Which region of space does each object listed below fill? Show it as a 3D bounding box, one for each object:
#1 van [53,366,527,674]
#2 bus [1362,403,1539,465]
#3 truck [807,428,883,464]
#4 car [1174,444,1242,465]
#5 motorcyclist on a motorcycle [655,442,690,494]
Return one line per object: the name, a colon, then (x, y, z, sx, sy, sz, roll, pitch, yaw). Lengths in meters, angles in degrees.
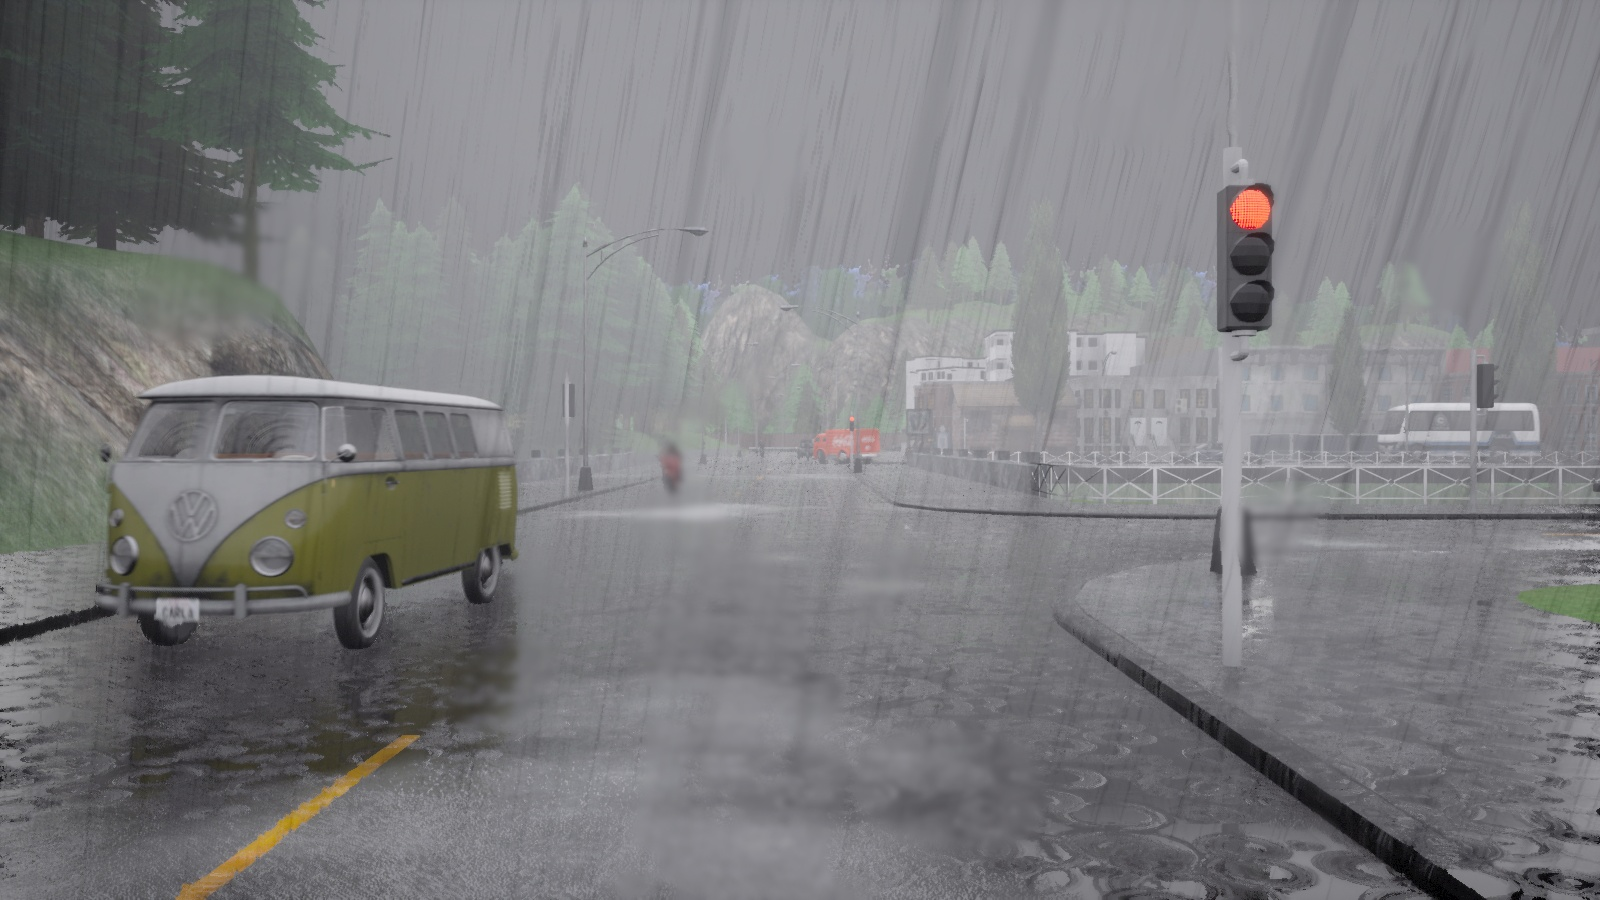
van: (-3.815, 0.437, 10.386, 1.775, 1.987, 4.442, 0, 0, 5)
bus: (45.363, -1.089, 87.847, 10.273, 4.253, 3.944, 0, 0, 0)
truck: (3.149, -0.251, 89.632, 2.627, 2.467, 5.204, -1, 1, -38)
car: (28.549, 0.287, 87.941, 4.193, 1.474, 1.816, 0, 0, 0)
motorcyclist on a motorcycle: (-3.775, 0.515, 37.305, 0.797, 1.523, 2.044, 0, 0, 0)
